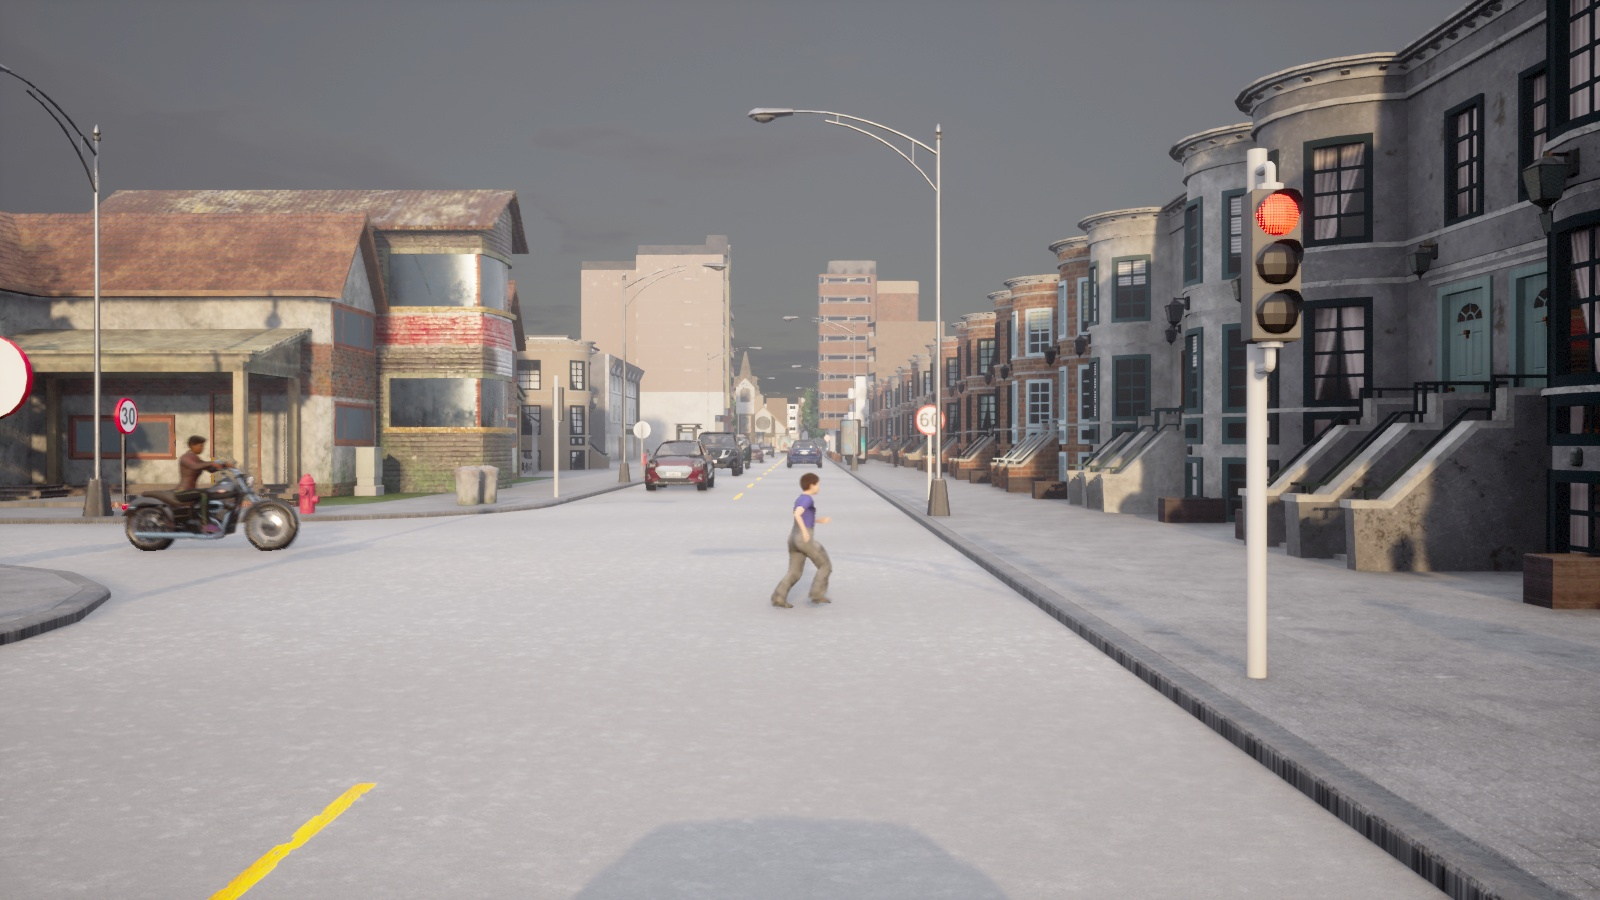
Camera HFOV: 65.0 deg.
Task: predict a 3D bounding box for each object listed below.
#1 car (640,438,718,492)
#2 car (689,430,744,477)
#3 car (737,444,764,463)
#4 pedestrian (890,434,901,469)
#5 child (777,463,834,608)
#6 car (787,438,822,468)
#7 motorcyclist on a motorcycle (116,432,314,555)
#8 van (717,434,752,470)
[{"bbox_3d":[-3.853,0.443,40.826,2.033,1.649,4.856,0,0,0],"label":"car"},{"bbox_3d":[-3.793,0.135,57.977,2.150,2.045,5.566,0,0,0],"label":"car"},{"bbox_3d":[-3.663,0.241,93.524,1.812,1.442,4.674,0,0,0],"label":"car"},{"bbox_3d":[5.332,0.066,69.840,0.423,1.949,0.788,0,0,-11],"label":"pedestrian"},{"bbox_3d":[0.046,0.755,11.262,0.437,1.263,0.270,0,0,-27],"label":"child"},{"bbox_3d":[0.275,0.173,76.566,2.097,1.767,4.553,0,0,0],"label":"car"},{"bbox_3d":[-8.044,0.592,17.344,2.350,1.649,0.766,0,0,-2],"label":"motorcyclist on a motorcycle"},{"bbox_3d":[-3.741,0.088,72.238,1.775,1.987,4.442,0,0,0],"label":"van"}]
